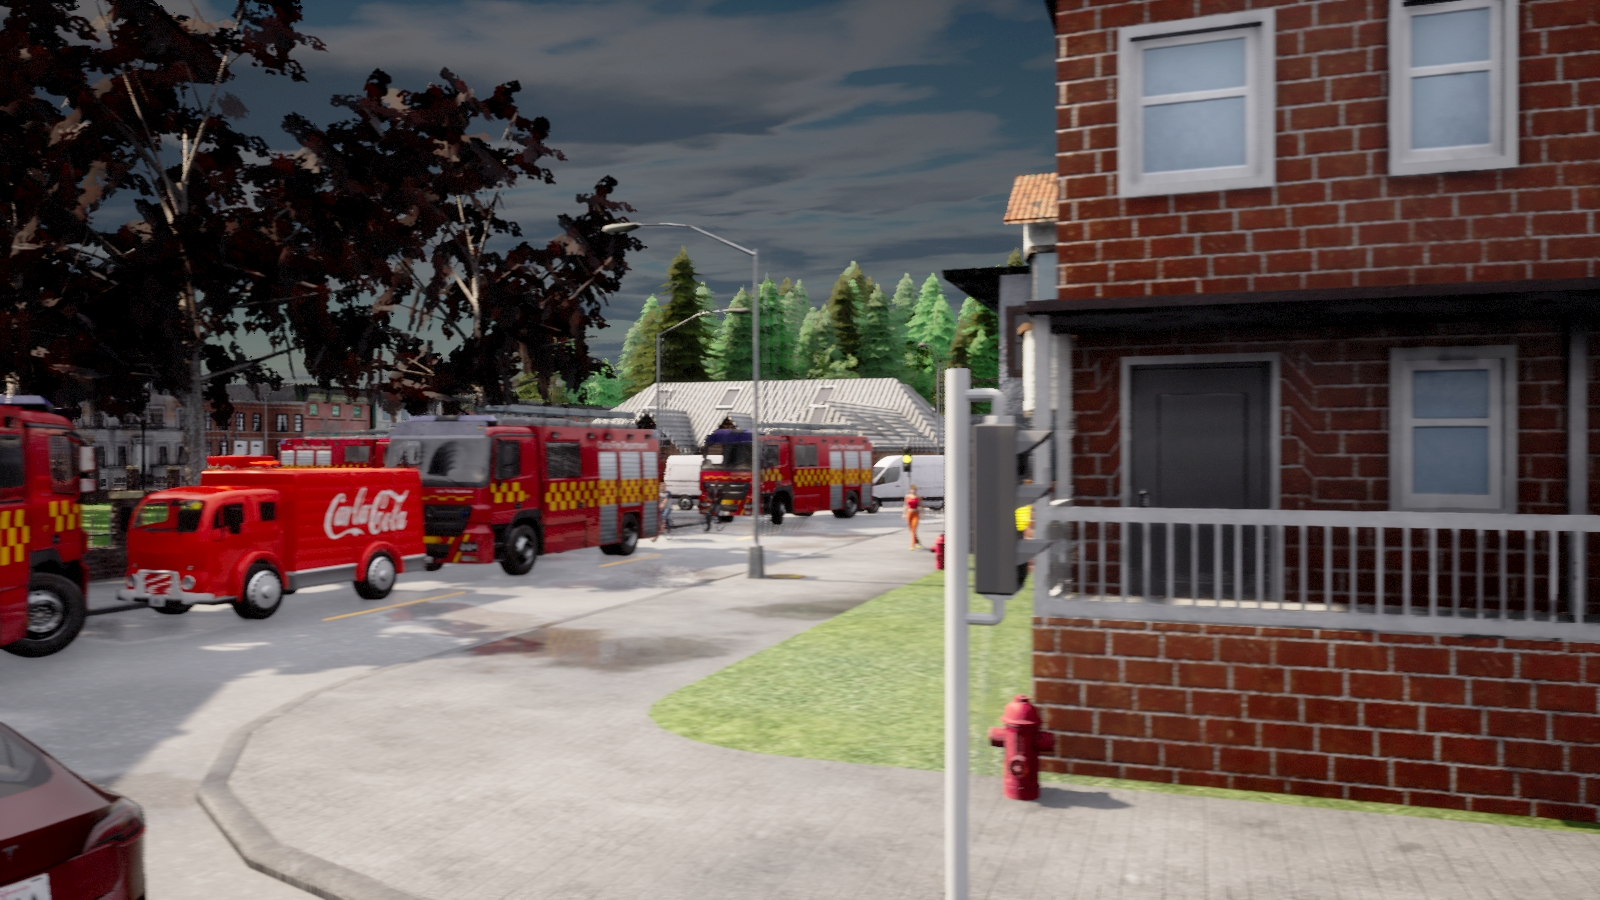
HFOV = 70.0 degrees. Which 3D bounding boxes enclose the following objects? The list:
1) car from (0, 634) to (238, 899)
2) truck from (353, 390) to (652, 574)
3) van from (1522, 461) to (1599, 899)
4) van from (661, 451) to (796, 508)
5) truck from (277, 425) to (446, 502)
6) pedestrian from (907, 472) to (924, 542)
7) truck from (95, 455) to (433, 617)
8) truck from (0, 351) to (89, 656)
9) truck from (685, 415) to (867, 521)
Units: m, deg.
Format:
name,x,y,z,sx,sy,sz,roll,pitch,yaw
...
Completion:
name,x,y,z,sx,sy,sz,roll,pitch,yaw
car,-5.572,1.842,5.990,4.792,1.488,2.163,0,0,24
truck,-6.897,0.666,28.245,2.891,3.827,8.468,0,0,19
van,4.885,1.314,1.913,5.915,2.561,1.988,0,0,19
van,-3.304,1.306,52.638,5.915,2.561,1.988,0,0,23
truck,-22.958,0.661,59.801,8.468,3.827,2.891,0,0,20
pedestrian,3.081,1.519,30.514,0.375,1.860,0.375,0,0,19
truck,-9.339,1.345,20.561,2.627,2.467,5.204,0,0,19
truck,-11.166,0.668,12.997,2.891,3.827,8.468,0,0,-15
truck,-0.743,0.663,45.521,2.891,3.827,8.468,0,0,34
